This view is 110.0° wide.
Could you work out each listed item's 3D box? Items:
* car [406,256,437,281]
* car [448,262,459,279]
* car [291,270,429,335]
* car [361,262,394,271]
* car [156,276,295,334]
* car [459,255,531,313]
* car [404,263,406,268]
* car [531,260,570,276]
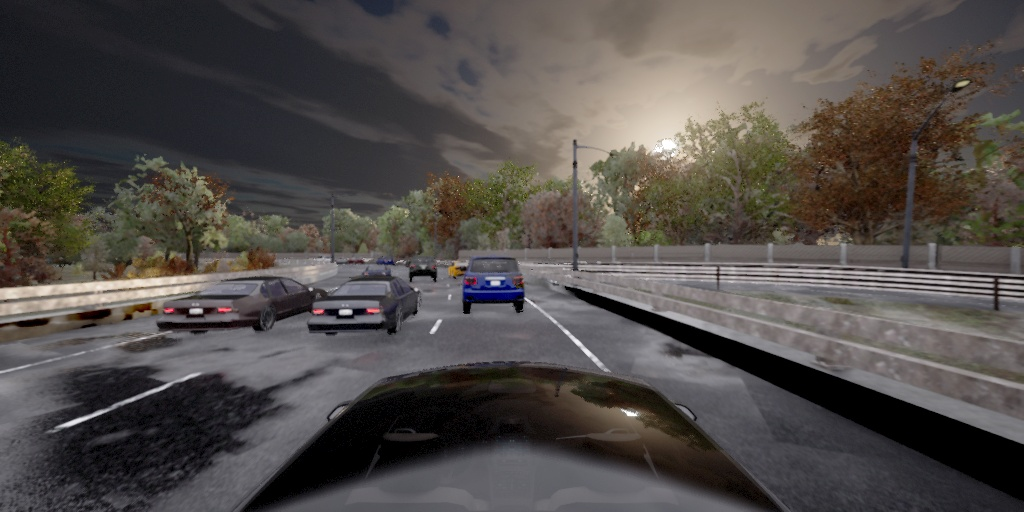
[{"bbox_3d":[-7.468,0.992,29.904,2.150,2.045,5.566,0,0,-15],"label":"car"},{"bbox_3d":[-4.669,1.238,32.645,1.882,1.535,5.008,0,0,-16],"label":"car"},{"bbox_3d":[-3.952,1.308,10.533,2.033,1.411,5.357,0,0,-5],"label":"car"},{"bbox_3d":[-10.828,1.381,28.954,1.895,1.301,4.718,0,0,-16],"label":"car"},{"bbox_3d":[-7.482,1.318,10.738,2.033,1.411,5.357,0,0,-5],"label":"car"},{"bbox_3d":[-0.858,0.974,14.266,2.150,2.045,5.566,0,0,-7],"label":"car"},{"bbox_3d":[-16.227,1.303,58.863,1.994,1.385,4.181,0,0,-32],"label":"car"},{"bbox_3d":[3.088,1.168,34.126,5.008,1.535,1.882,0,0,42],"label":"car"}]
